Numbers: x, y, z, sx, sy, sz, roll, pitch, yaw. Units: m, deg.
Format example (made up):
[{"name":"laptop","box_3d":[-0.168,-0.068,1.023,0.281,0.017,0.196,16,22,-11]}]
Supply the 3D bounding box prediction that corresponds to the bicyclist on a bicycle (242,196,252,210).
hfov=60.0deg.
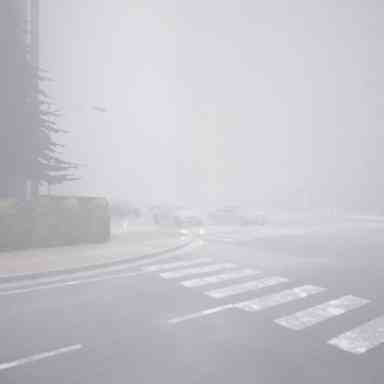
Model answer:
[{"name":"bicyclist on a bicycle","box_3d":[6.522,1.355,39.330,1.656,1.620,0.582,0,0,-35]}]

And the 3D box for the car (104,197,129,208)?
[{"name":"car","box_3d":[-11.448,1.532,50.100,1.882,1.535,5.008,0,0,-35]}]

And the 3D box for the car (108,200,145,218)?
[{"name":"car","box_3d":[-6.464,1.656,30.880,1.895,1.301,4.718,0,0,-35]}]

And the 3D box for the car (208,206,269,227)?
[{"name":"car","box_3d":[3.141,1.656,23.444,1.895,1.301,4.718,0,0,-36]}]

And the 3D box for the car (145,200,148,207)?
[{"name":"car","box_3d":[-2.183,1.656,30.902,1.895,1.301,4.718,0,0,-35]}]

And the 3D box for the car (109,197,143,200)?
[{"name":"car","box_3d":[-8.183,1.602,39.347,2.033,1.411,5.357,0,0,-35]}]

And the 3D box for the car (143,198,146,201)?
[{"name":"car","box_3d":[-8.728,1.532,52.313,1.882,1.535,5.008,0,0,-35]}]

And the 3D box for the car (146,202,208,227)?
[{"name":"car","box_3d":[-1.176,1.581,23.469,1.812,1.442,4.674,0,0,-35]}]
